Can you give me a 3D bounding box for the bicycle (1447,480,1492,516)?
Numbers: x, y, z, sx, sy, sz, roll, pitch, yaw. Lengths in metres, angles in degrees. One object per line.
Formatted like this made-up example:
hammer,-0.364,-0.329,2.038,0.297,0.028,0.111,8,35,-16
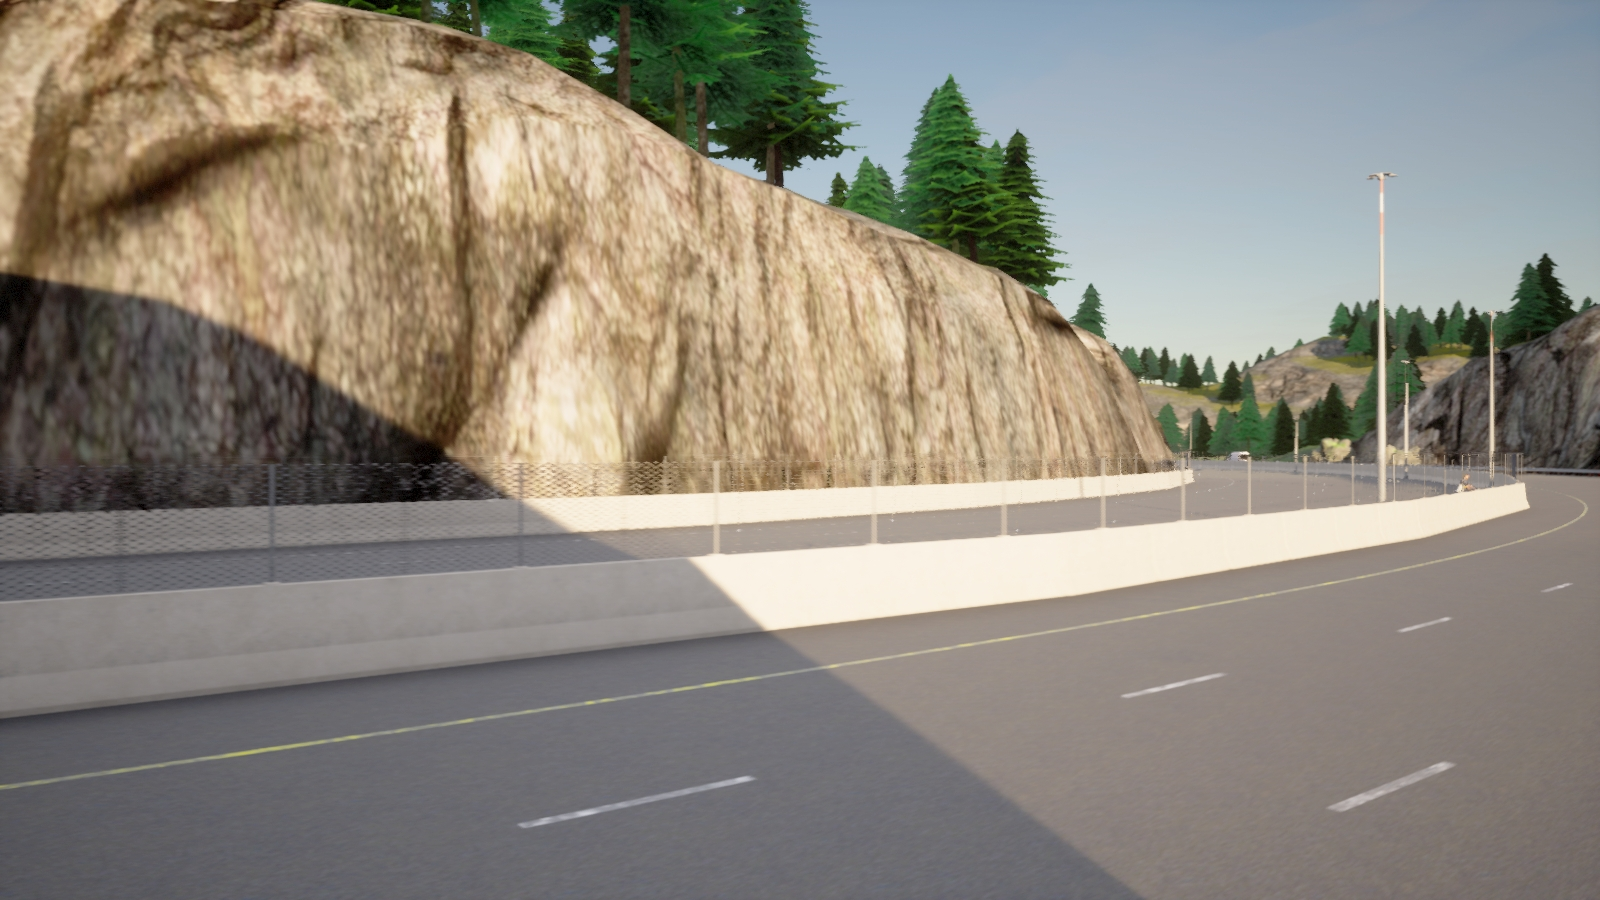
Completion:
bicycle,28.681,2.054,48.943,1.643,1.514,0.373,0,0,40
